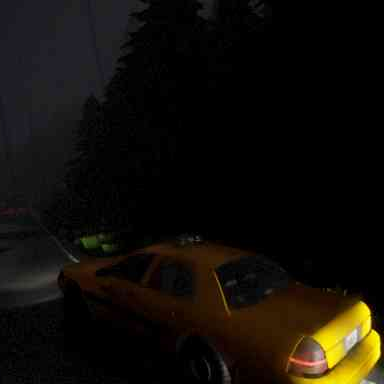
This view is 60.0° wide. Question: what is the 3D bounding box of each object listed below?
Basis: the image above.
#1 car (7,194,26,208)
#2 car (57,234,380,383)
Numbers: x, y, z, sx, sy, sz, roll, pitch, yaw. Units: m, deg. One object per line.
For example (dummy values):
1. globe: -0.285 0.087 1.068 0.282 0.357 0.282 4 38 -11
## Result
1. car: -21.112 1.051 40.075 2.128 1.511 4.902 -2 2 -26
2. car: -0.251 1.417 5.087 5.366 1.575 1.801 1 1 44
